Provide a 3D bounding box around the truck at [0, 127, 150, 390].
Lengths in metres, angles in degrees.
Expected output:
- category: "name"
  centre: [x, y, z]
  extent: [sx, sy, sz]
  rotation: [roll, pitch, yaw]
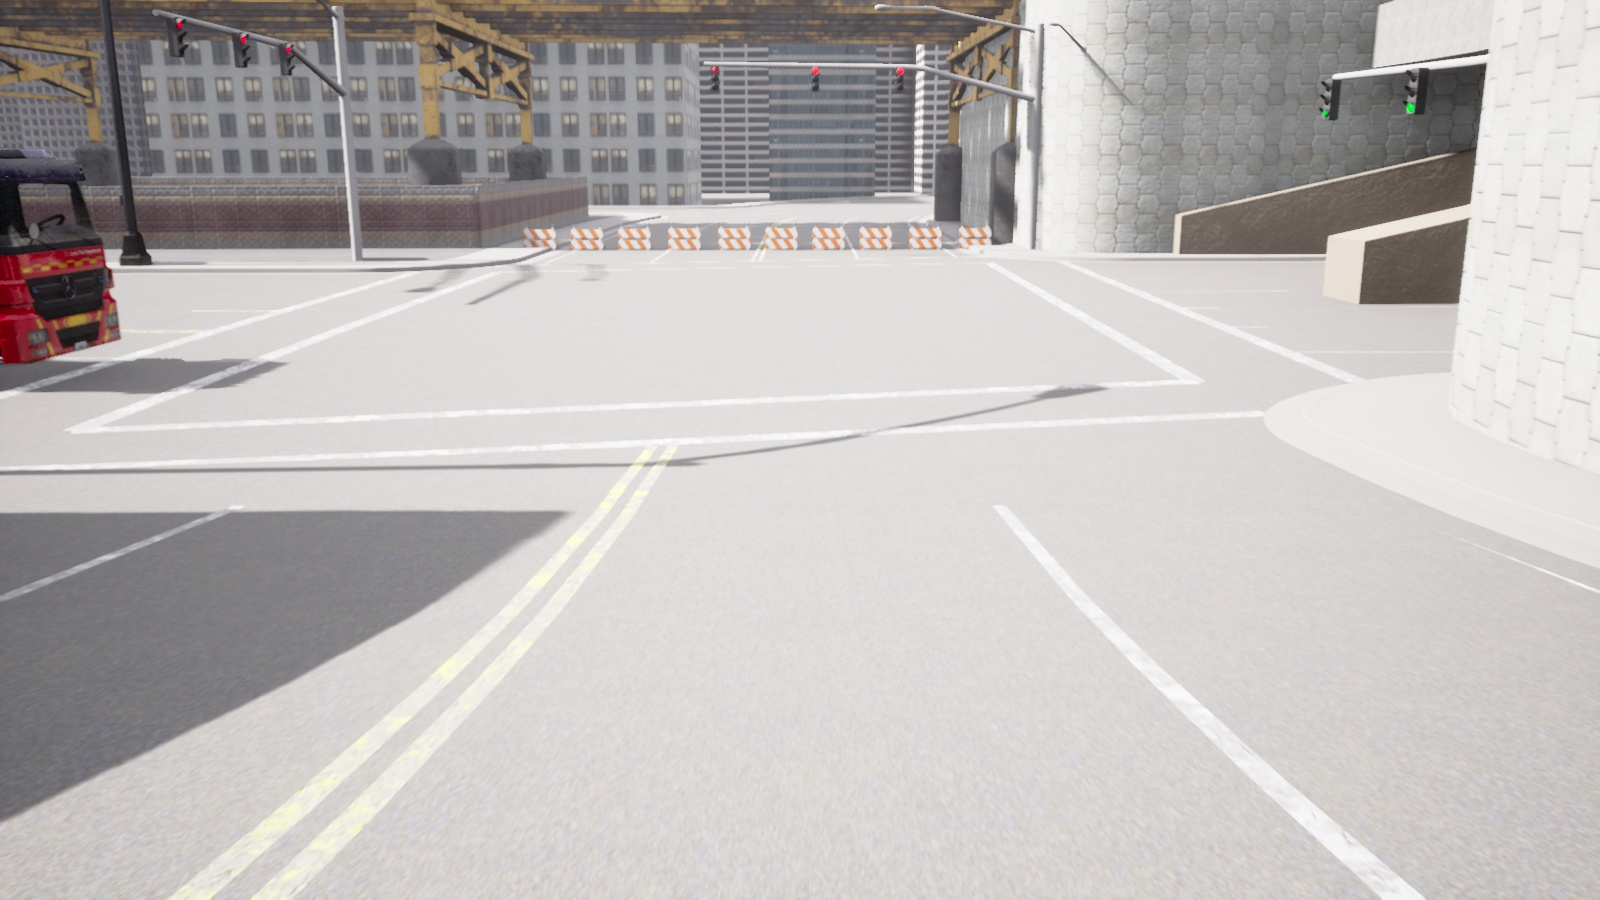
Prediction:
- category: "truck"
  centre: [-15.493, -3.106, 19.918]
  extent: [8.468, 3.827, 2.891]
  rotation: [0, 13, 1]
